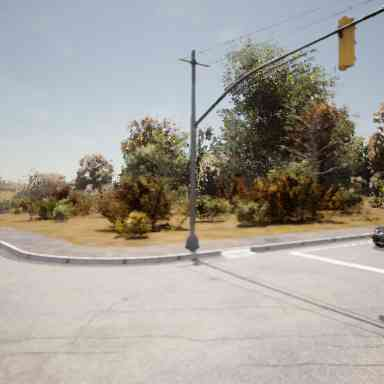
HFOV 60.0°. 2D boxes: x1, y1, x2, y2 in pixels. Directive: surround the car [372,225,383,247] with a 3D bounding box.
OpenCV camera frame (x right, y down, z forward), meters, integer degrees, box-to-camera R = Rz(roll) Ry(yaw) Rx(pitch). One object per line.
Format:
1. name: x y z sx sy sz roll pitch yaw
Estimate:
1. car: 9.436 1.519 13.564 4.674 1.442 1.812 -1 0 -27
